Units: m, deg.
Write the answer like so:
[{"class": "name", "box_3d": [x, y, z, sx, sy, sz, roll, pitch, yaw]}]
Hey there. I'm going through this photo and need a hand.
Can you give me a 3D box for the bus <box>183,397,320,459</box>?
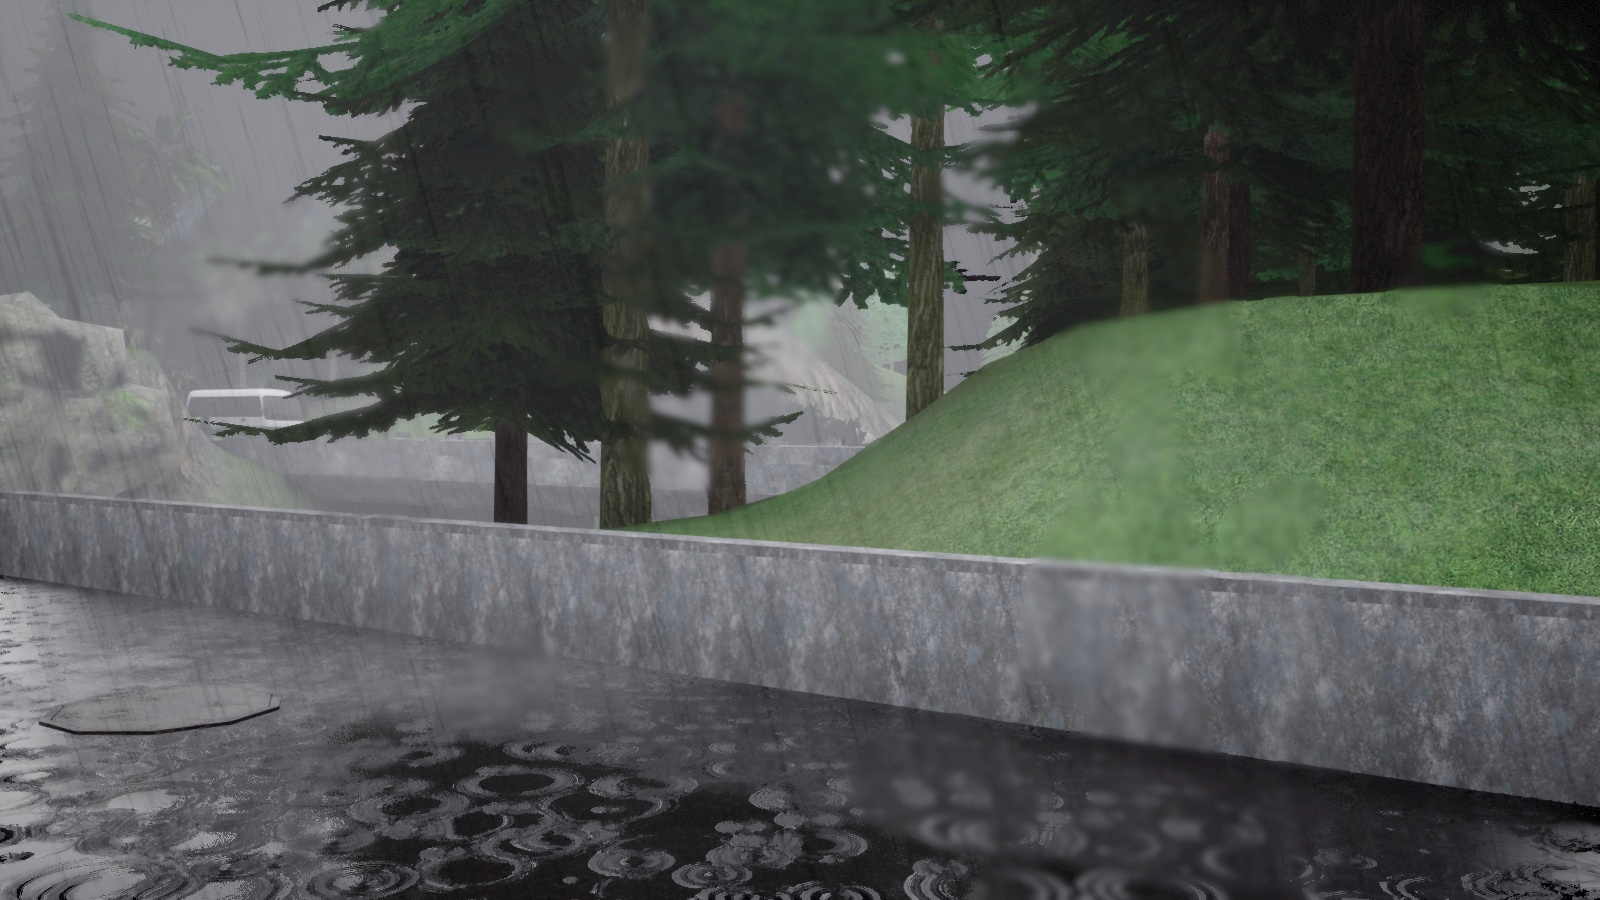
[{"class": "bus", "box_3d": [-39.232, -1.515, 89.686, 10.273, 4.253, 3.944, 0, 1, 34]}]
